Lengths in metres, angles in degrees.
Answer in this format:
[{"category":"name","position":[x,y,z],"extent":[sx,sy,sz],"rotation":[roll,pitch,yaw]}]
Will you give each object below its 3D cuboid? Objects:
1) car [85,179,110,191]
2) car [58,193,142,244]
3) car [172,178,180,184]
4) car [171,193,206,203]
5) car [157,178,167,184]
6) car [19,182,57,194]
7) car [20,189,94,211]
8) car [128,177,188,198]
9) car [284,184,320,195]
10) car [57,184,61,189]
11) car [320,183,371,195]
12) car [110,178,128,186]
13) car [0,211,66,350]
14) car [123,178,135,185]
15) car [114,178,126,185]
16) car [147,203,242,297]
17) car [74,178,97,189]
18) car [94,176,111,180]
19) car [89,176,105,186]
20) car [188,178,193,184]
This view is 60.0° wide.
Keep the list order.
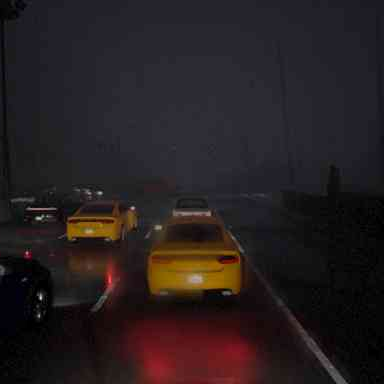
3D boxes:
[{"category":"car","position":[-14.381,-0.836,50.974],"extent":[1.895,1.301,4.718],"rotation":[0,3,-2]},{"category":"car","position":[-3.496,1.060,13.718],"extent":[1.882,1.535,5.008],"rotation":[0,3,0]},{"category":"car","position":[-4.164,-2.879,86.078],"extent":[1.882,1.535,5.008],"rotation":[0,3,0]},{"category":"car","position":[-0.024,0.972,17.764],"extent":[1.895,1.301,4.718],"rotation":[0,3,0]},{"category":"car","position":[-7.664,-2.829,86.053],"extent":[2.128,1.511,4.902],"rotation":[0,3,0]},{"category":"car","position":[-17.887,-0.247,38.114],"extent":[2.128,1.511,4.902],"rotation":[0,3,0]},{"category":"car","position":[-7.025,0.864,17.628],"extent":[2.128,1.511,4.902],"rotation":[0,3,0]},{"category":"car","position":[-3.738,-0.437,36.705],"extent":[5.566,2.045,2.150],"rotation":[1,4,20]},{"category":"car","position":[13.804,-0.308,41.409],"extent":[4.718,1.301,1.895],"rotation":[0,3,2]},{"category":"car","position":[-21.472,-0.843,50.394],"extent":[1.994,1.385,4.181],"rotation":[0,3,0]},{"category":"car","position":[17.664,-0.220,37.784],"extent":[4.902,1.511,2.128],"rotation":[0,3,2]},{"category":"car","position":[-14.522,-1.724,67.325],"extent":[1.895,1.301,4.718],"rotation":[0,3,0]},{"category":"car","position":[-3.427,1.313,3.887],"extent":[2.097,1.767,4.553],"rotation":[0,1,0]},{"category":"car","position":[-14.597,-2.379,77.515],"extent":[1.837,1.490,4.892],"rotation":[0,3,0]},{"category":"car","position":[-18.148,-2.713,84.027],"extent":[2.128,1.511,4.902],"rotation":[0,3,0]},{"category":"car","position":[0.043,1.315,8.395],"extent":[1.882,1.535,5.008],"rotation":[0,2,0]},{"category":"car","position":[-18.011,-1.196,56.205],"extent":[1.812,1.442,4.674],"rotation":[0,3,0]},{"category":"car","position":[-18.031,-2.201,69.155],"extent":[2.150,2.045,5.566],"rotation":[0,3,0]},{"category":"car","position":[-21.583,-2.560,75.742],"extent":[2.150,2.045,5.566],"rotation":[0,3,0]},{"category":"car","position":[-0.668,-2.842,86.568],"extent":[2.128,1.511,4.902],"rotation":[0,3,0]}]
